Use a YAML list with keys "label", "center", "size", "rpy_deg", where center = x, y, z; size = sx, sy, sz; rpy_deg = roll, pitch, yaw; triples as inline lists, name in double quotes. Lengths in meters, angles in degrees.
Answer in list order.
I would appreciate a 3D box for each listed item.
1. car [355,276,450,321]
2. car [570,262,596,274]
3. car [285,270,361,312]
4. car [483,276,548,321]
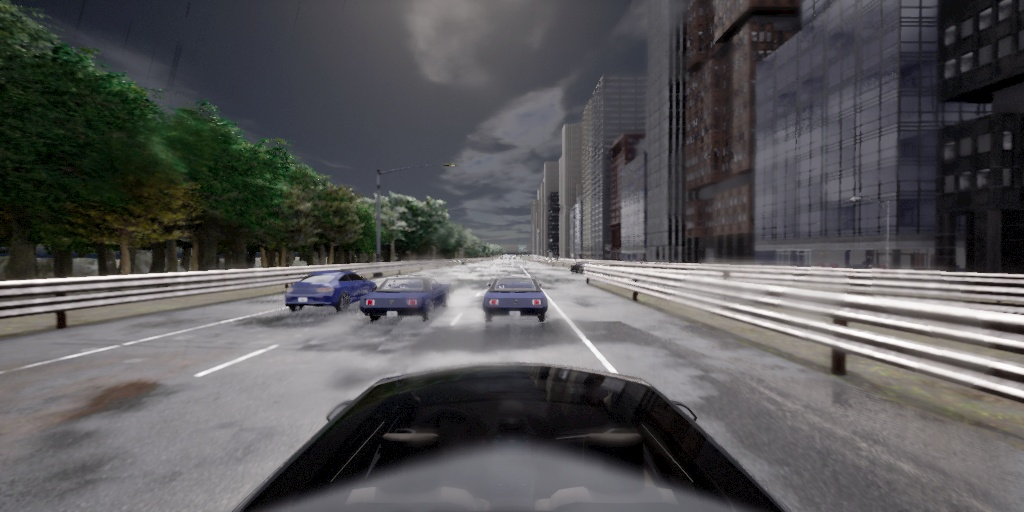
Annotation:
- label: "car"
  center: [-3.404, 1.354, 12.428]
  size: [1.895, 1.301, 4.718]
  rpy_deg: [0, 0, 0]
- label: "car"
  center: [8.151, 1.363, 41.377]
  size: [1.994, 1.385, 4.181]
  rpy_deg: [0, 0, -11]
- label: "car"
  center: [-6.903, 1.279, 14.124]
  size: [1.812, 1.442, 4.674]
  rpy_deg: [0, 0, 0]
- label: "car"
  center: [0.096, 1.354, 12.448]
  size: [1.895, 1.301, 4.718]
  rpy_deg: [0, 0, 0]
